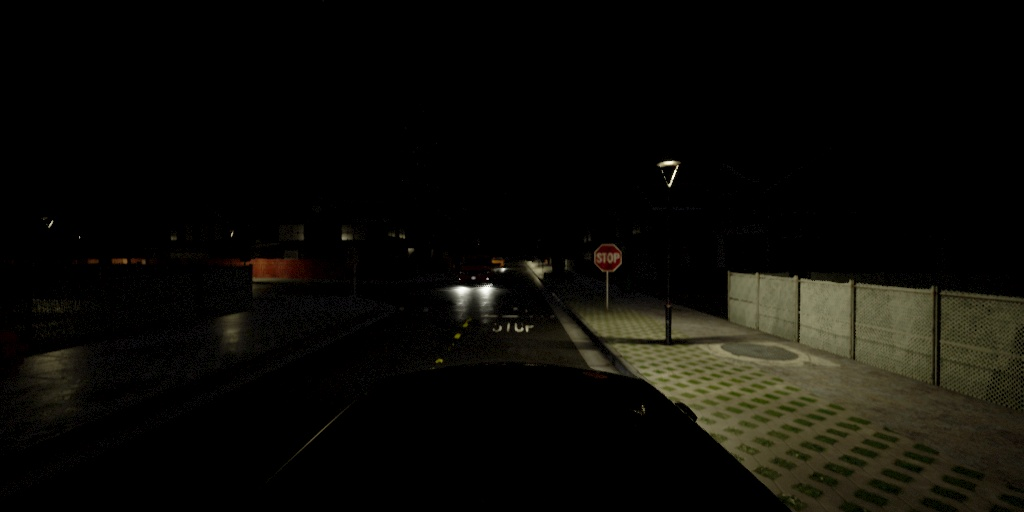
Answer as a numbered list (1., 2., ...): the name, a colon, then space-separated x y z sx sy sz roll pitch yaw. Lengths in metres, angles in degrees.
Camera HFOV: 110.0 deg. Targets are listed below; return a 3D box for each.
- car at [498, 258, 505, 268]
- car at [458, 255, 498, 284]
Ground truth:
1. car: -2.079 0.963 52.826 1.882 1.535 5.008 0 1 1
2. car: -2.466 0.989 26.089 2.150 2.045 5.566 0 2 1
